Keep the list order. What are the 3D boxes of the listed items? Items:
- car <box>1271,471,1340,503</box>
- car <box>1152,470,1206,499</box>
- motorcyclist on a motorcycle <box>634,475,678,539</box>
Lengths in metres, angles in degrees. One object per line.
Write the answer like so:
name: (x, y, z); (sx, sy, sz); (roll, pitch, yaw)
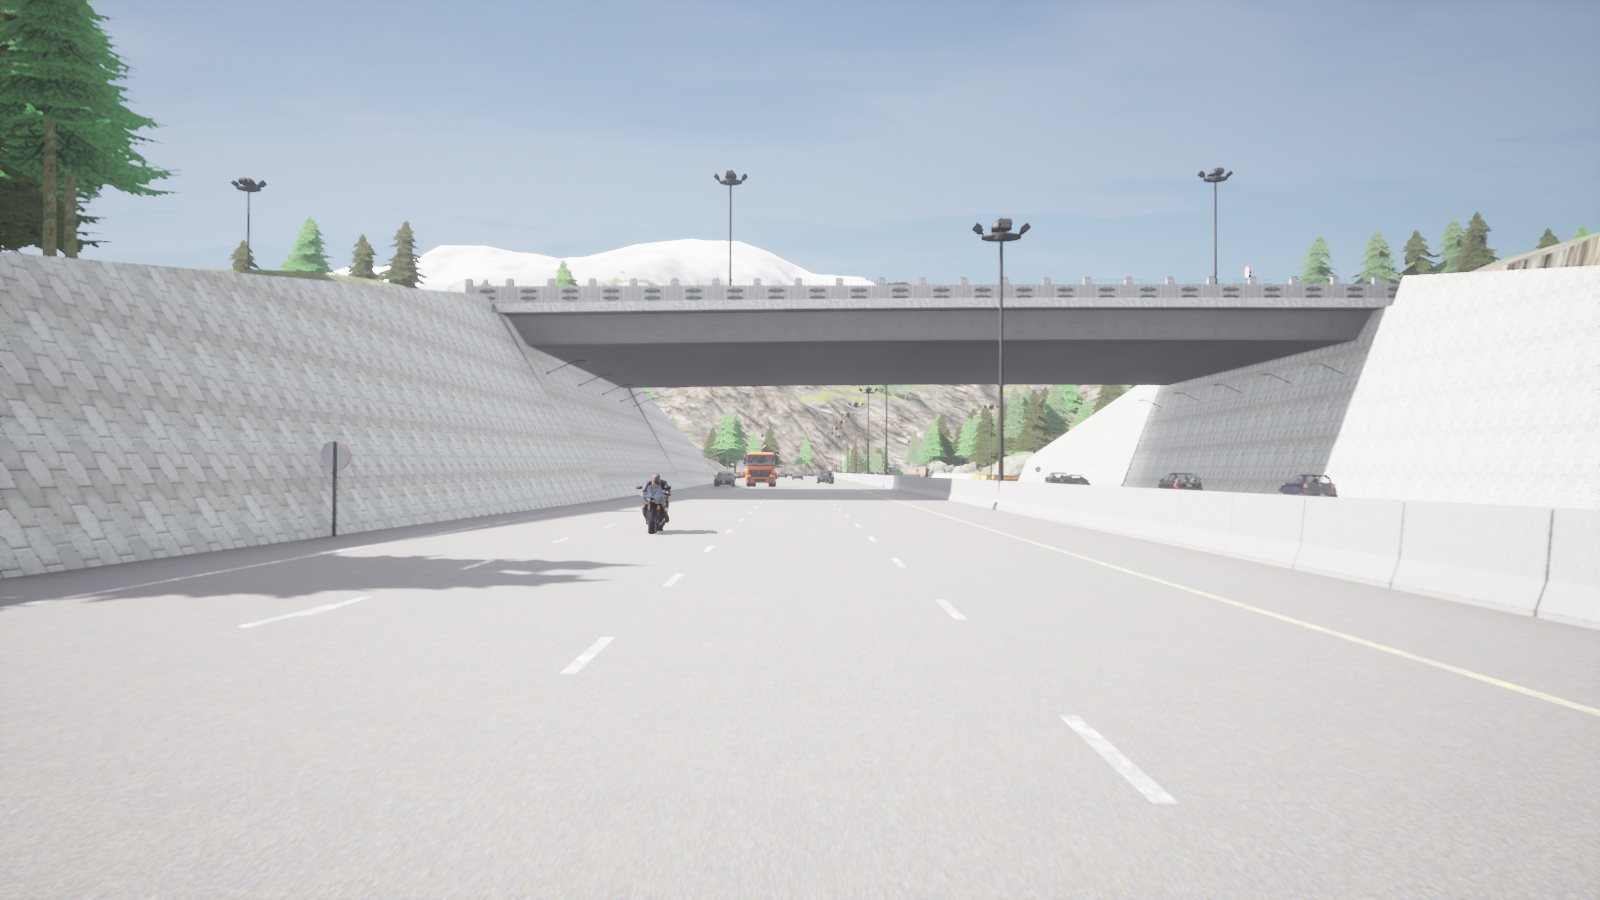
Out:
car: (24.353, 1.745, 60.584); (1.845, 1.501, 3.633); (0, -1, 0)
car: (20.832, 1.868, 69.163); (1.789, 1.549, 3.705); (0, -1, 0)
motorcyclist on a motorcycle: (-3.576, 1.389, 31.364); (0.866, 1.530, 2.191); (0, -1, 0)
